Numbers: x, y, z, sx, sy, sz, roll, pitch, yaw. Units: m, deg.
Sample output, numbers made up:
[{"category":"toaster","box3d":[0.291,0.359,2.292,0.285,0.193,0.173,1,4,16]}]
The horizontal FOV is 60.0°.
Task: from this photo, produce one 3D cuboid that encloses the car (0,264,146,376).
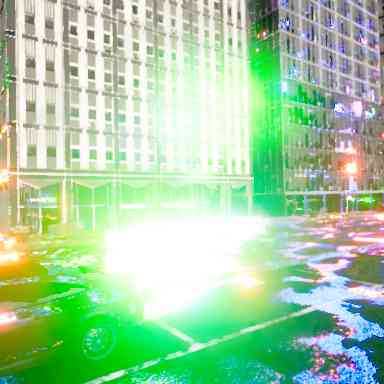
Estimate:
[{"category":"car","box3d":[-2.688,1.749,4.588,4.206,1.307,1.802,-1,-1,-35]}]
